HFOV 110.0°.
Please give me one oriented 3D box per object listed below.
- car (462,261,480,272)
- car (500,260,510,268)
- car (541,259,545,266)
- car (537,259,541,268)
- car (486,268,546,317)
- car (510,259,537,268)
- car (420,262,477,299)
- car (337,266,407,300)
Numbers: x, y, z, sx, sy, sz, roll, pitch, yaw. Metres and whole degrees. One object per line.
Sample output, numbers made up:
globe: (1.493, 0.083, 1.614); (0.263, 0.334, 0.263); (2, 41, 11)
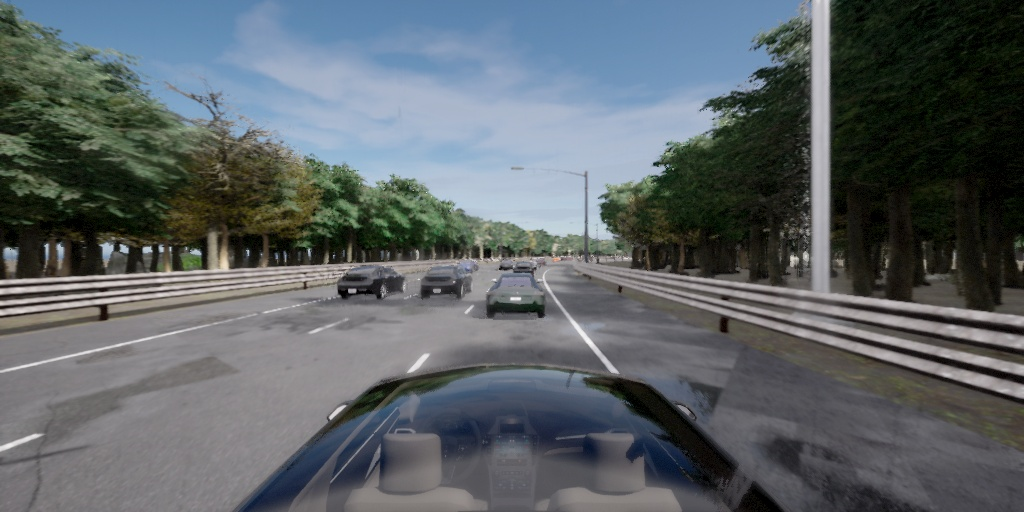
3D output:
car: (-5.194, 1.269, 42.538); (2.033, 1.411, 5.357); (0, 0, 6)
car: (-0.571, 1.290, 51.722); (1.994, 1.385, 4.181); (0, 0, 7)
car: (3.959, 1.222, 60.372); (2.128, 1.511, 4.902); (0, 0, 8)
car: (2.508, 1.334, 48.450); (1.895, 1.301, 4.718); (0, 0, 6)
car: (0.171, 1.311, 13.226); (1.994, 1.385, 4.181); (0, 0, 2)
car: (1.108, 1.245, 32.440); (1.837, 1.490, 4.892); (0, 0, 4)
car: (-3.121, 1.243, 17.808); (1.837, 1.490, 4.892); (0, 0, 2)
car: (-6.643, 1.228, 17.542); (1.837, 1.490, 4.892); (0, 0, 2)
